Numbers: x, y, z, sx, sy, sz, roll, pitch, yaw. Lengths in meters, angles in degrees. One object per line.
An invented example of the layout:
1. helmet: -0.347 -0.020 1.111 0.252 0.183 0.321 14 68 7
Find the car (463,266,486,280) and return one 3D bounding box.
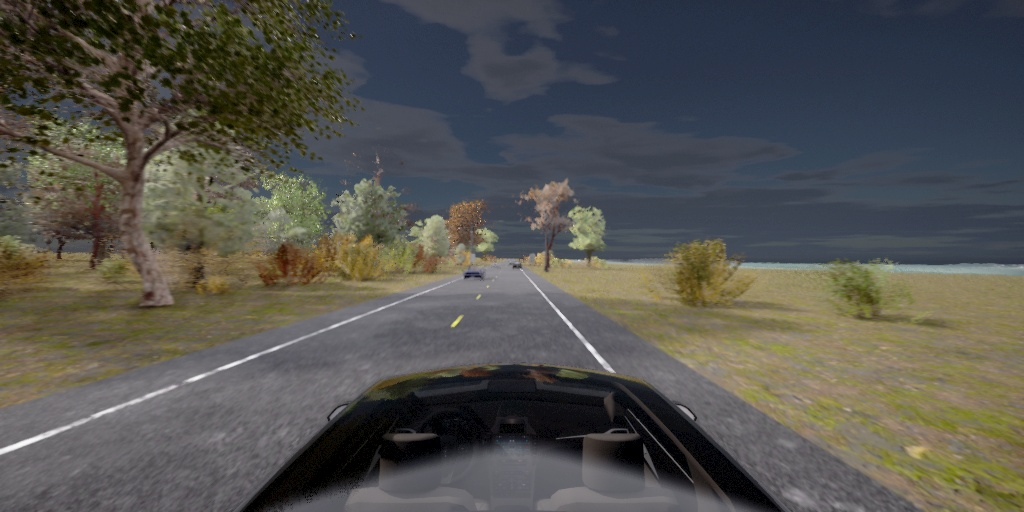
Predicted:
1. car: -3.598 1.650 34.889 1.895 1.301 4.718 0 -1 0
